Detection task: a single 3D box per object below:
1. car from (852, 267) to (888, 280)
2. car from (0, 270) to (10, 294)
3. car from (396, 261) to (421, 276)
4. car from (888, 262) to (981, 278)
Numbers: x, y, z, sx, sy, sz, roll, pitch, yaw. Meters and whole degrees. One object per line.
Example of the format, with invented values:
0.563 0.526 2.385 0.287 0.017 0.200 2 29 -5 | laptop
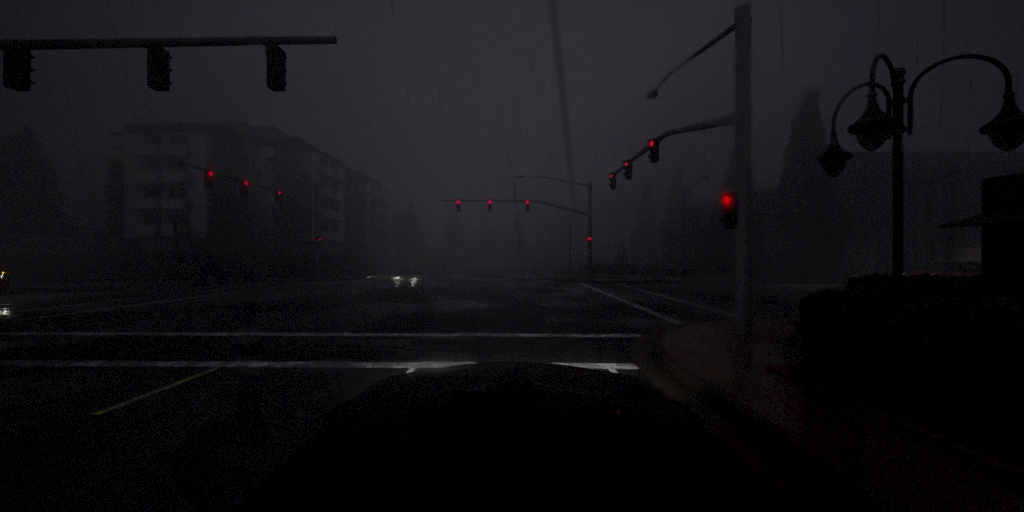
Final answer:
25.291 1.348 23.448 4.718 1.301 1.895 0 0 1 | car
-28.443 0.969 17.607 5.566 2.045 2.150 0 0 2 | car
-10.973 1.272 38.242 1.882 1.535 5.008 0 1 -5 | car
24.477 1.100 19.966 4.553 1.767 2.097 0 0 1 | car
